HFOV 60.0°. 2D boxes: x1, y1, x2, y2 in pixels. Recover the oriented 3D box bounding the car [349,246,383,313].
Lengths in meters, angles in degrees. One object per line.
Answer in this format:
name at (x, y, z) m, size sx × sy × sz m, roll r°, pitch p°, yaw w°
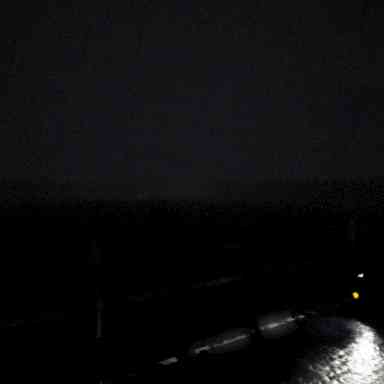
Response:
car at (5.017, 1.576, 6.649) m, size 4.181 × 1.385 × 1.994 m, roll 0°, pitch 0°, yaw -35°
